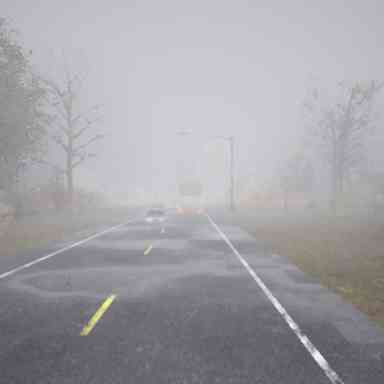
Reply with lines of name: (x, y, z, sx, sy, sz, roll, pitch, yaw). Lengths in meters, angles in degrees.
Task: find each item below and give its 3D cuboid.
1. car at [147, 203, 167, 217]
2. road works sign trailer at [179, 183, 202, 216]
car: (-3.735, 1.864, 36.222, 2.033, 1.411, 5.357, 0, 0, 0)
road works sign trailer: (-0.138, 0.779, 36.165, 2.380, 3.560, 2.880, 0, 0, 1)
